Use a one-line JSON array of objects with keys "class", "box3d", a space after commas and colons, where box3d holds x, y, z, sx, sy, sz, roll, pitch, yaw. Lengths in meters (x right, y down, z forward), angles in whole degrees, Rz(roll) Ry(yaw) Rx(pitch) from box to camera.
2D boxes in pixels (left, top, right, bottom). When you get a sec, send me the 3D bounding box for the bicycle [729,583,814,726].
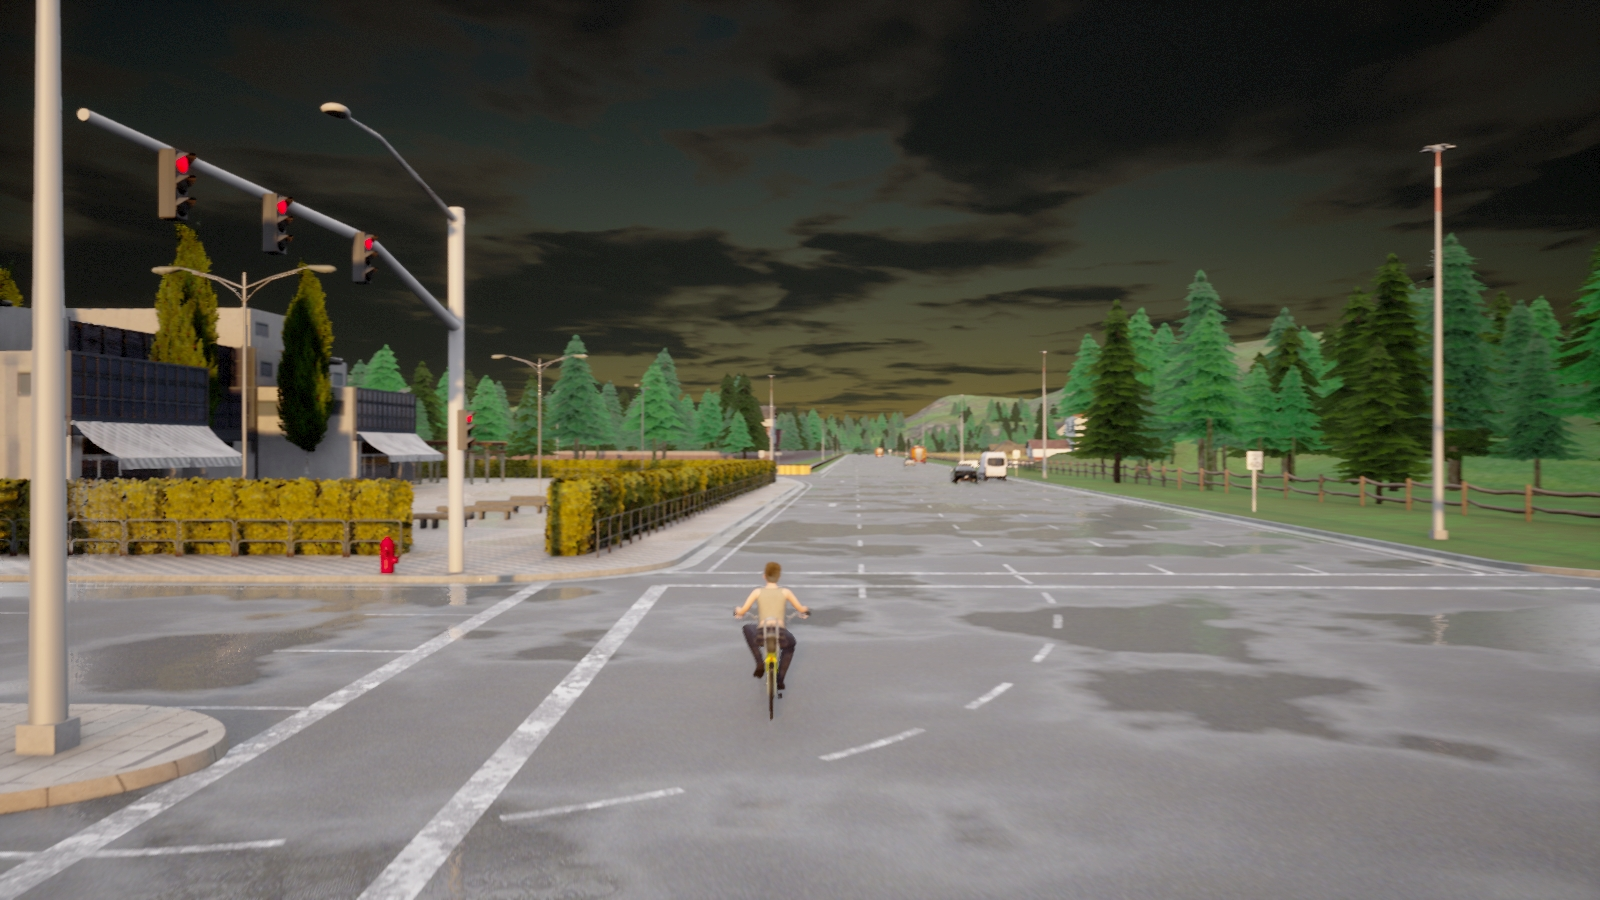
[{"class": "bicycle", "box3d": [-0.303, 2.154, 12.297, 0.859, 1.276, 1.487, 0, 0, -1]}]
